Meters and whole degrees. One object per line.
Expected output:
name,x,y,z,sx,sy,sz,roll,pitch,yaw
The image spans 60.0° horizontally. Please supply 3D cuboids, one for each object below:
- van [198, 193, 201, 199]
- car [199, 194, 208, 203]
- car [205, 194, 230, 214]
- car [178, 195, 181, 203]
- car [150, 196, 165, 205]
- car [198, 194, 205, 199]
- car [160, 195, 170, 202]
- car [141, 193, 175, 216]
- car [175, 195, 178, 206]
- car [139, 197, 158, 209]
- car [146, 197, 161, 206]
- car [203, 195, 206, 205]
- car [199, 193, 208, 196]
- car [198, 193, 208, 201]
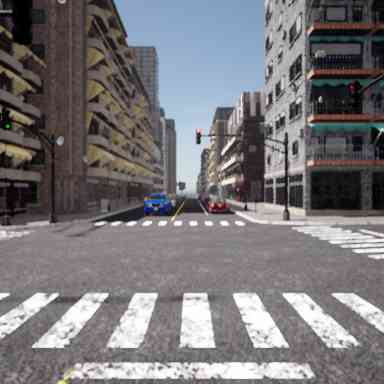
van,2.626,1.141,66.686,1.690,1.788,3.998,0,0,0
car,2.636,1.412,55.618,1.802,1.307,4.206,0,0,0
car,2.659,1.335,33.481,1.967,1.590,4.097,0,0,0
car,-3.071,1.297,64.732,2.128,1.511,4.902,0,0,0
car,-5.744,1.395,55.611,1.947,1.339,4.313,0,0,0
car,2.597,1.274,94.357,1.887,1.381,4.507,0,0,0
car,-5.761,1.329,72.212,1.887,1.381,4.507,0,0,0
car,-3.130,1.123,31.622,2.150,2.045,5.566,0,0,0
car,-3.142,1.392,43.103,1.812,1.442,4.674,0,0,0
car,-5.734,1.412,44.541,2.008,1.369,4.403,0,0,0
car,-5.739,1.427,50.076,1.802,1.307,4.206,0,0,0
car,2.653,1.429,39.015,2.008,1.369,4.403,0,0,0
car,2.631,1.396,61.152,1.802,1.307,4.206,0,0,0
car,2.615,1.086,77.754,2.192,1.841,5.009,0,0,0
